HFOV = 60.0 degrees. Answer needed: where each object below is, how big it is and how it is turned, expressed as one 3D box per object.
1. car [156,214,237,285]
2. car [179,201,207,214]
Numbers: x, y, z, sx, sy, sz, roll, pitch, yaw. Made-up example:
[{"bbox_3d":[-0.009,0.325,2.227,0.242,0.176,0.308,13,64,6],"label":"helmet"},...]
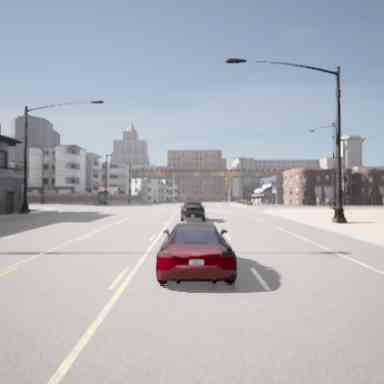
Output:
[{"bbox_3d":[0.092,1.553,9.526,1.994,1.385,4.181,0,0,0],"label":"car"},{"bbox_3d":[0.077,1.450,26.245,1.837,1.490,4.892,0,0,0],"label":"car"}]
